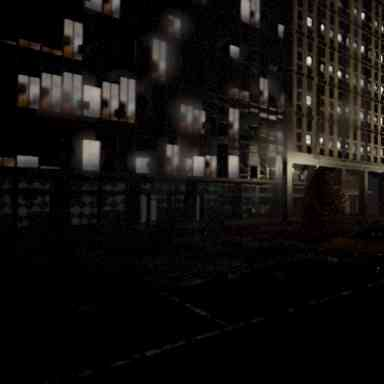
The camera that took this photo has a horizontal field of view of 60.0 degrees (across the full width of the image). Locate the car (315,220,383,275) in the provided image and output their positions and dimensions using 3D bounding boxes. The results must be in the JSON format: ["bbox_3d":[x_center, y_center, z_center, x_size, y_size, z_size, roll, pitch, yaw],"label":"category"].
[{"bbox_3d":[5.939,1.631,10.807,4.829,1.417,1.752,1,0,-36],"label":"car"}]
